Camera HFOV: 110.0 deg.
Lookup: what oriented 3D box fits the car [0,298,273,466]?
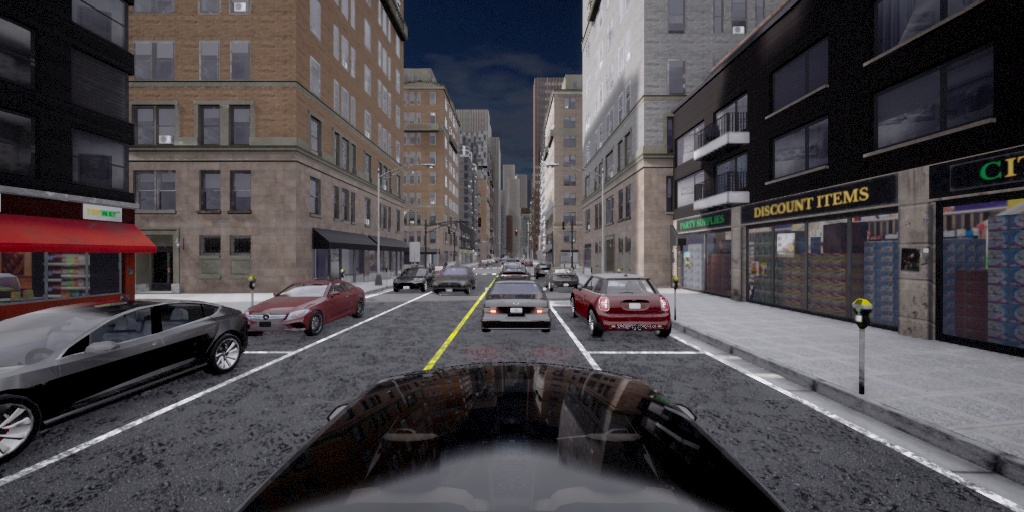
[{"bbox_3d":[-5.665,1.316,4.813,1.948,1.339,4.313,0,0,0],"label":"car"}]

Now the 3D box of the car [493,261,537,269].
[{"bbox_3d":[0.136,1.242,21.291,2.128,1.511,4.902,0,0,0],"label":"car"}]

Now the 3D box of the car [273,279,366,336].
[{"bbox_3d":[-5.654,1.332,10.315,1.802,1.307,4.207,0,0,0],"label":"car"}]

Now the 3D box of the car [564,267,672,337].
[{"bbox_3d":[2.872,1.190,10.297,1.967,1.591,4.097,0,0,0],"label":"car"}]

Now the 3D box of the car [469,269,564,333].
[{"bbox_3d":[0.113,1.297,10.769,2.033,1.411,5.357,0,0,0],"label":"car"}]

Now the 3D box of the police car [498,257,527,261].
[{"bbox_3d":[0.057,1.178,31.311,1.930,1.638,5.238,0,0,0],"label":"police car"}]

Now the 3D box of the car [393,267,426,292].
[{"bbox_3d":[-5.631,1.317,21.317,1.948,1.339,4.313,0,0,0],"label":"car"}]

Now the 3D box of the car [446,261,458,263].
[{"bbox_3d":[-5.609,1.193,32.320,1.967,1.591,4.097,0,0,0],"label":"car"}]

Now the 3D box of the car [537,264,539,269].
[{"bbox_3d":[2.917,1.319,32.302,1.948,1.339,4.313,0,0,0],"label":"car"}]

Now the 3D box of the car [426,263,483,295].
[{"bbox_3d":[-3.054,1.298,20.141,2.033,1.411,5.357,0,0,0],"label":"car"}]

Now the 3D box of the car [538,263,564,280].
[{"bbox_3d":[2.894,1.301,21.299,2.007,1.370,4.403,0,0,0],"label":"car"}]
